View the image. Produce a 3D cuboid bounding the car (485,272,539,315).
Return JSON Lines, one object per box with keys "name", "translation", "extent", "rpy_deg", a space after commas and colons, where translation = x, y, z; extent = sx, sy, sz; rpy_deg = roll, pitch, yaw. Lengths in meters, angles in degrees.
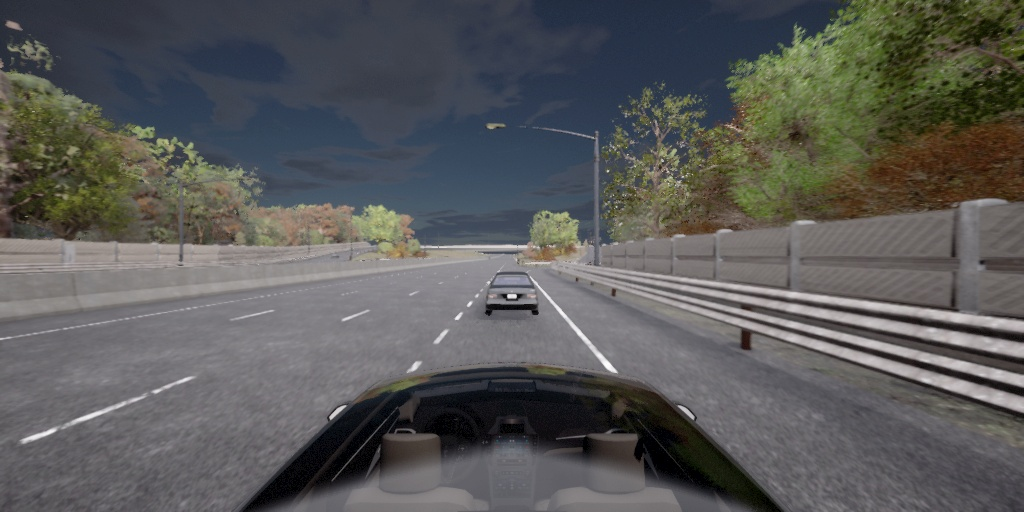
{"name": "car", "translation": [-0.002, 1.295, 13.602], "extent": [2.033, 1.411, 5.357], "rpy_deg": [0, 0, 0]}
